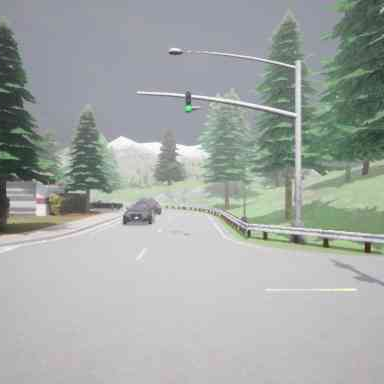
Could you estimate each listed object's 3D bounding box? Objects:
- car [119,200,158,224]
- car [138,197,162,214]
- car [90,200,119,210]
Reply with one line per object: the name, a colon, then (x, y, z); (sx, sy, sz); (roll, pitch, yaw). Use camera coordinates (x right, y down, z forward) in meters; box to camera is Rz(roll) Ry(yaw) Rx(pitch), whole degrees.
car: (-3.807, 1.564, 24.387); (1.994, 1.385, 4.181); (0, 0, -2)
car: (-4.572, 1.352, 34.183); (2.097, 1.767, 4.553); (0, 0, -19)
car: (-11.092, 1.608, 41.967); (4.718, 1.301, 1.895); (0, 0, 15)
